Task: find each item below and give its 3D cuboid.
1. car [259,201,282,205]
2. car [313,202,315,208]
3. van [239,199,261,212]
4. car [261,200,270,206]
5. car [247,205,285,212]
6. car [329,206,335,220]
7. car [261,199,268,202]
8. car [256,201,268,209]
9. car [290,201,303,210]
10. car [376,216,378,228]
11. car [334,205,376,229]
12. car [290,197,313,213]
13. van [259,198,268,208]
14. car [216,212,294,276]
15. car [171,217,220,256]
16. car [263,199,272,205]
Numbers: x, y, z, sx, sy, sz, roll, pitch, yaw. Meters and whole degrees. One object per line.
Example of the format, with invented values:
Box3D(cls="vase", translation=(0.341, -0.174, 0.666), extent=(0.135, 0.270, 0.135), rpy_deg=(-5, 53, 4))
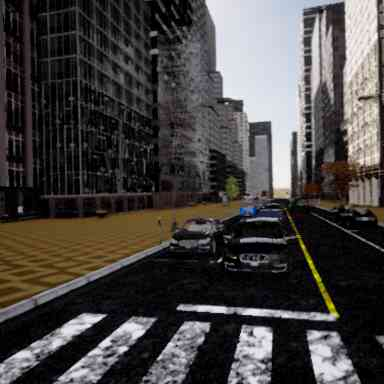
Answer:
Box3D(cls="car", translation=(7.514, 1.878, 30.839), extent=(1.837, 1.490, 4.892), rpy_deg=(-1, -1, 15))
Box3D(cls="car", translation=(21.426, 2.233, 60.932), extent=(1.802, 1.307, 4.206), rpy_deg=(-2, -1, 15))
Box3D(cls="van", translation=(6.139, 1.826, 35.881), extent=(1.690, 1.788, 3.998), rpy_deg=(-2, -1, 15))
Box3D(cls="car", translation=(17.630, 2.598, 79.383), extent=(1.887, 1.381, 4.507), rpy_deg=(-2, -1, 15))
Box3D(cls="car", translation=(4.862, 1.799, 20.817), extent=(2.033, 1.411, 5.357), rpy_deg=(-1, -1, 15))
Box3D(cls="car", translation=(12.812, 1.799, 28.302), extent=(1.947, 1.339, 4.313), rpy_deg=(-2, -1, 15))
Box3D(cls="car", translation=(10.452, 2.243, 52.192), extent=(2.008, 1.369, 4.403), rpy_deg=(-2, -1, 15))
Box3D(cls="car", translation=(13.323, 2.380, 63.069), extent=(1.887, 1.381, 4.507), rpy_deg=(-2, -1, 15))
Box3D(cls="car", translation=(17.042, 2.214, 54.437), extent=(1.895, 1.301, 4.718), rpy_deg=(-1, -1, 15))
Box3D(cls="car", translation=(8.505, 1.587, 11.986), extent=(2.008, 1.369, 4.403), rpy_deg=(-2, -1, 15))
Box3D(cls="car", translation=(11.376, 1.733, 22.863), extent=(1.947, 1.339, 4.313), rpy_deg=(-2, -1, 15))
Box3D(cls="car", translation=(14.346, 1.702, 44.231), extent=(2.150, 2.045, 5.566), rpy_deg=(-1, -1, 15))
Box3D(cls="van", translation=(14.752, 2.249, 68.511), extent=(1.690, 1.788, 3.998), rpy_deg=(-2, -1, 15))
Box3D(cls="car", translation=(2.240, 1.638, 10.927), extent=(1.837, 1.490, 4.892), rpy_deg=(-1, -1, 15))
Box3D(cls="car", translation=(0.404, 1.772, 14.121), extent=(2.008, 1.369, 4.403), rpy_deg=(-2, -1, 15))
Box3D(cls="car", translation=(20.502, 2.754, 90.260), extent=(2.008, 1.369, 4.403), rpy_deg=(-2, -1, 15))
